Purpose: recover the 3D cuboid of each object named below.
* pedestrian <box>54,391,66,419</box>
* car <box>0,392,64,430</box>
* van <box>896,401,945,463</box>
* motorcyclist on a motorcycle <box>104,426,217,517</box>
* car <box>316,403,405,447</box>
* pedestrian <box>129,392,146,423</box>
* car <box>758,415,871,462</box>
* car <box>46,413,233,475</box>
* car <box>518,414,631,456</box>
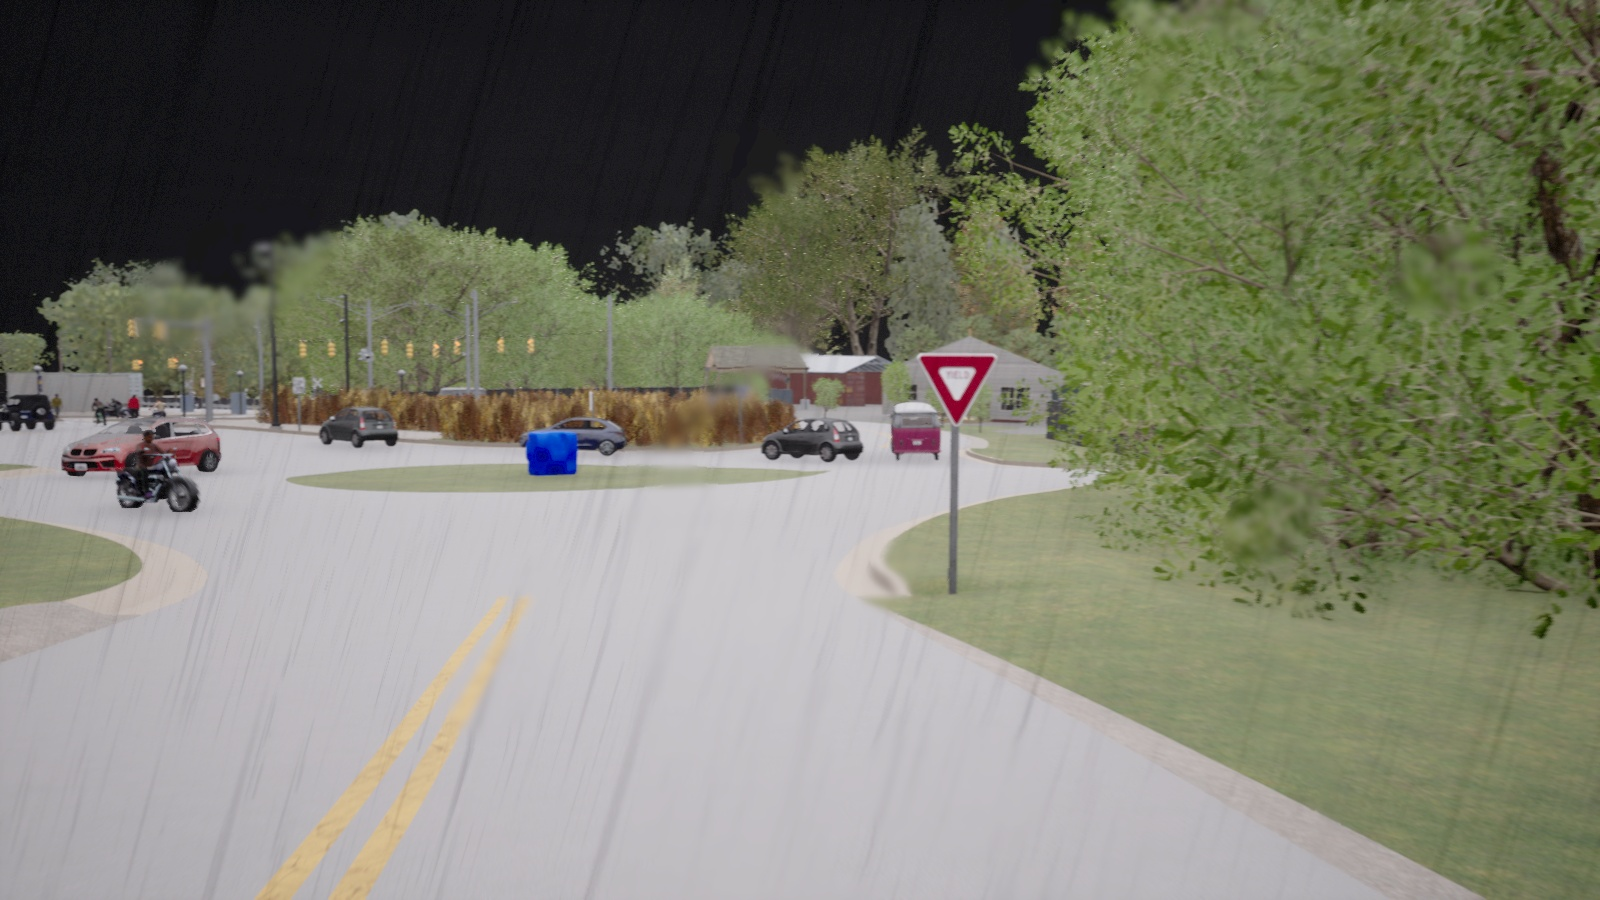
[{"bbox_3d":[-48.098,-2.927,81.599,0.709,1.840,0.431,4,6,41],"label":"pedestrian"},{"bbox_3d":[-40.079,-2.033,65.138,3.866,1.878,1.905,2,4,38],"label":"car"},{"bbox_3d":[4.596,-0.752,48.270,1.775,1.987,4.442,0,6,4],"label":"van"},{"bbox_3d":[-12.577,0.389,24.675,2.350,1.649,0.766,2,4,29],"label":"motorcyclist on a motorcycle"},{"bbox_3d":[-18.264,-1.082,52.146,3.988,1.617,1.851,4,6,44],"label":"car"},{"bbox_3d":[-39.521,-2.537,74.942,0.634,1.844,0.899,0,5,-10],"label":"pedestrian"},{"bbox_3d":[0.527,-0.474,47.571,3.988,1.617,1.851,2,4,40],"label":"car"},{"bbox_3d":[-19.075,-0.222,36.532,2.242,1.667,4.611,0,2,15],"label":"car"},{"bbox_3d":[-8.912,-0.599,49.832,4.193,1.474,1.816,1,4,-3],"label":"car"}]
